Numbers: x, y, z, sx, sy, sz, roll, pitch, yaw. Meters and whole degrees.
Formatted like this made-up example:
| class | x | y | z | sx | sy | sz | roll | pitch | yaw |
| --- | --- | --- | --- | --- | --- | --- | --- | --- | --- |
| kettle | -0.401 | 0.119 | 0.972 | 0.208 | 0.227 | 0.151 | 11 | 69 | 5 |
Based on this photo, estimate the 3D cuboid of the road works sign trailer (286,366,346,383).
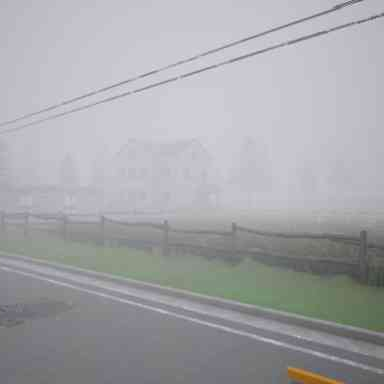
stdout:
| class | x | y | z | sx | sy | sz | roll | pitch | yaw |
| --- | --- | --- | --- | --- | --- | --- | --- | --- | --- |
| road works sign trailer | 2.182 | 0.598 | 2.732 | 2.880 | 3.560 | 2.380 | -1 | -2 | 37 |
